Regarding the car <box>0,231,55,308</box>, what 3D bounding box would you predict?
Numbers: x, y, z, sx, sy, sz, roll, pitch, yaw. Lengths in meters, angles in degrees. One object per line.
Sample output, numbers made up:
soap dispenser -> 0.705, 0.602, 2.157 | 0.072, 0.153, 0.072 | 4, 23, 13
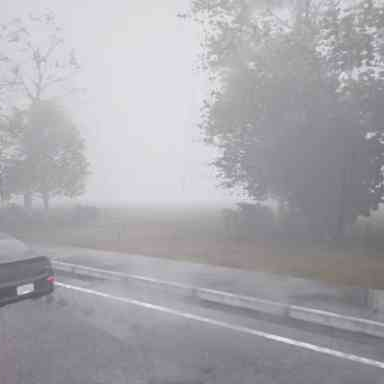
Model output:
car -> -4.835, 1.520, 7.015 | 4.674, 1.442, 1.812 | 0, 0, 32
